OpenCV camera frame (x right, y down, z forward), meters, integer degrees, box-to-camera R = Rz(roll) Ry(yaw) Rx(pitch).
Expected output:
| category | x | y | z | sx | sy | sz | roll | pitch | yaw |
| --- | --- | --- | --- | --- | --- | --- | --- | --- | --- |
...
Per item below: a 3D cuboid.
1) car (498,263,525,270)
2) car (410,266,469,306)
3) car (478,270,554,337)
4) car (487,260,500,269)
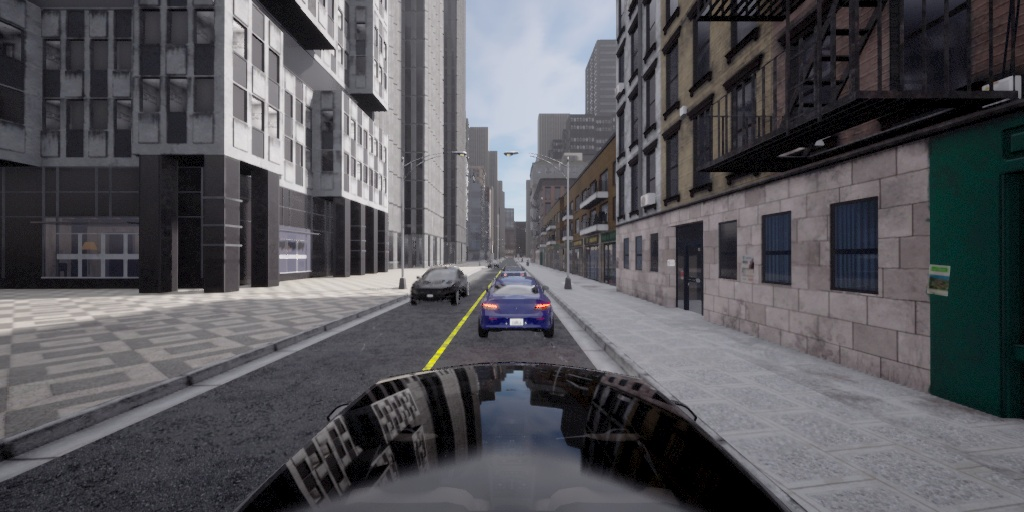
| category | x | y | z | sx | sy | sz | roll | pitch | yaw |
| --- | --- | --- | --- | --- | --- | --- | --- | --- | --- |
| car | 0.093 | 1.372 | 27.879 | 1.895 | 1.301 | 4.718 | 0 | 0 | -1 |
| car | -3.107 | 1.235 | 16.098 | 1.882 | 1.535 | 5.008 | 0 | 0 | 0 |
| car | 0.096 | 1.279 | 10.134 | 1.812 | 1.442 | 4.674 | 0 | 0 | 0 |
| car | -3.022 | 1.331 | 59.017 | 1.882 | 1.535 | 5.008 | 0 | 0 | 0 |
